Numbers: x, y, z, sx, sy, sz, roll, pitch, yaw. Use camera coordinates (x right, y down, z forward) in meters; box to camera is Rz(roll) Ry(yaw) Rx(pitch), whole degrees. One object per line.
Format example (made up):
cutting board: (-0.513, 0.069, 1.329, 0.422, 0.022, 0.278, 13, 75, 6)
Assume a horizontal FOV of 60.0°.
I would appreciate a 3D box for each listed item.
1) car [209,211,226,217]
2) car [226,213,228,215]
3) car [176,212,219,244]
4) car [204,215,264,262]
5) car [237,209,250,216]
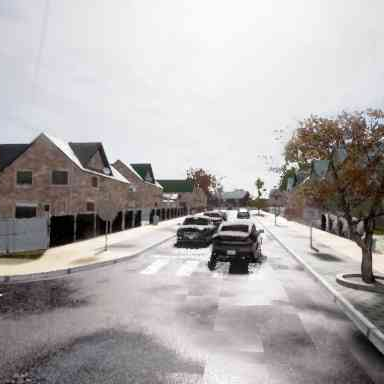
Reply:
car: (1.703, 2.442, 28.987, 1.882, 1.535, 5.008, 0, -2, 8)
car: (3.220, 2.914, 39.285, 1.895, 1.301, 4.718, 0, -2, 9)
car: (0.304, 2.157, 19.466, 1.837, 1.490, 4.892, 0, -2, 8)
car: (2.017, 2.021, 14.495, 1.837, 1.490, 4.892, 1, -1, 14)
car: (8.045, 3.352, 51.970, 1.994, 1.385, 4.181, 0, -2, 9)
